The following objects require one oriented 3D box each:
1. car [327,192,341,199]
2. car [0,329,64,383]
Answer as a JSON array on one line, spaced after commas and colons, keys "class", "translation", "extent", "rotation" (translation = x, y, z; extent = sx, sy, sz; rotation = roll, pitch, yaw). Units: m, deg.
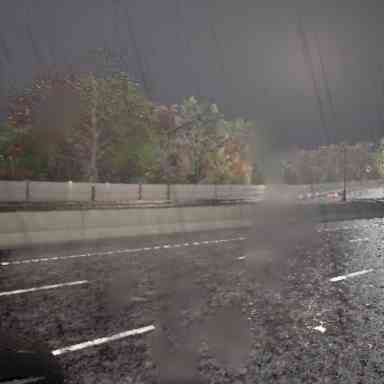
[{"class": "car", "translation": [36.007, 0.784, 85.033], "extent": [2.097, 1.767, 4.553], "rotation": [0, 1, 32]}, {"class": "car", "translation": [-3.185, 1.469, 1.469], "extent": [5.008, 1.535, 1.882], "rotation": [0, 0, -36]}]
